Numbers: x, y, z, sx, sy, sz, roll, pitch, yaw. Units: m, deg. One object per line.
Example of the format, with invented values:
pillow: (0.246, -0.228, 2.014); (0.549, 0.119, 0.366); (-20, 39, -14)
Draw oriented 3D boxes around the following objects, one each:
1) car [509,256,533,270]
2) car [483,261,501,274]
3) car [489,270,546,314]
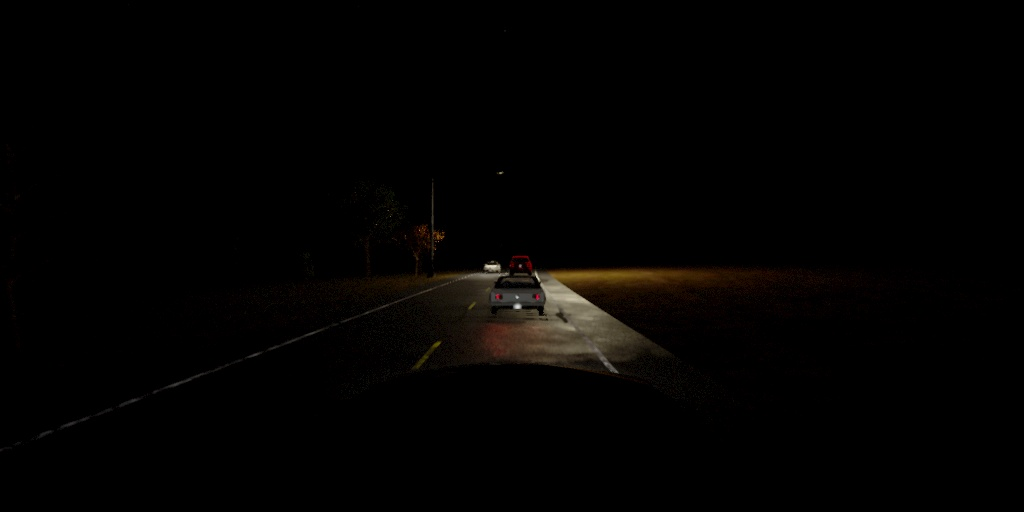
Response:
car: (0.894, 1.044, 36.253); (2.150, 2.045, 5.566); (0, 0, 2)
car: (-2.366, 1.360, 43.335); (1.812, 1.442, 4.674); (0, 0, 3)
car: (0.223, 1.379, 14.004); (1.895, 1.301, 4.718); (0, 0, 1)
